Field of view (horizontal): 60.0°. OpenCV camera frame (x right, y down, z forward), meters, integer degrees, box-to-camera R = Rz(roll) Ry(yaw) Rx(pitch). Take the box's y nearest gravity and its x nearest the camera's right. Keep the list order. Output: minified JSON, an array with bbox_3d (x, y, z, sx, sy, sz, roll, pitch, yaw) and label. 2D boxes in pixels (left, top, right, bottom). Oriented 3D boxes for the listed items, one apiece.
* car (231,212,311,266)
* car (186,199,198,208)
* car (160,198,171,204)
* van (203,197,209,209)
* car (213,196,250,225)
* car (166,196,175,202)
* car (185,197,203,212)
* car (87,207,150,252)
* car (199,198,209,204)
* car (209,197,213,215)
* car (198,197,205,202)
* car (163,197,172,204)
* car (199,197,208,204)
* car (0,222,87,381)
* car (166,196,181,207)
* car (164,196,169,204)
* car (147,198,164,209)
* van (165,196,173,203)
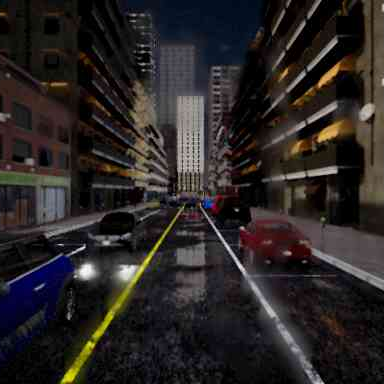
[{"bbox_3d":[2.681,1.606,11.602,1.887,1.381,4.507,0,0,0],"label":"car"},{"bbox_3d":[0.001,1.844,55.826,1.812,1.442,4.674,0,-1,0],"label":"car"},{"bbox_3d":[-5.710,1.944,72.370,1.887,1.381,4.507,0,0,0],"label":"car"},{"bbox_3d":[2.672,1.614,50.267,1.690,1.788,3.998,-1,0,0],"label":"van"},{"bbox_3d":[3.102,1.364,25.631,2.150,2.045,5.566,0,0,0],"label":"car"},{"bbox_3d":[-5.715,1.937,88.941,1.967,1.590,4.097,0,0,0],"label":"car"},{"bbox_3d":[0.010,1.728,42.878,2.128,1.511,4.902,0,-1,0],"label":"car"},{"bbox_3d":[-3.091,1.602,14.392,1.812,1.442,4.674,0,0,0],"label":"car"},{"bbox_3d":[2.670,1.950,72.358,2.008,1.369,4.403,-1,0,0],"label":"car"},{"bbox_3d":[3.101,1.395,32.631,2.150,2.045,5.566,0,0,0],"label":"car"},{"bbox_3d":[2.666,2.081,94.452,2.008,1.369,4.403,-1,0,0],"label":"car"},{"bbox_3d":[-5.712,1.976,77.894,1.887,1.381,4.507,0,0,0],"label":"car"},{"bbox_3d":[2.669,1.983,77.881,2.008,1.369,4.403,-1,0,0],"label":"car"},{"bbox_3d":[-3.097,1.373,4.058,2.097,1.767,4.553,0,0,0],"label":"car"},{"bbox_3d":[-3.037,1.925,59.448,1.895,1.301,4.718,0,0,1],"label":"car"},{"bbox_3d":[-5.709,1.933,66.846,1.947,1.339,4.313,0,0,0],"label":"car"},{"bbox_3d":[-5.707,1.796,50.107,1.752,1.417,4.829,0,0,0],"label":"car"},{"bbox_3d":[-5.715,1.805,83.418,1.690,1.788,3.998,0,0,0],"label":"van"}]
